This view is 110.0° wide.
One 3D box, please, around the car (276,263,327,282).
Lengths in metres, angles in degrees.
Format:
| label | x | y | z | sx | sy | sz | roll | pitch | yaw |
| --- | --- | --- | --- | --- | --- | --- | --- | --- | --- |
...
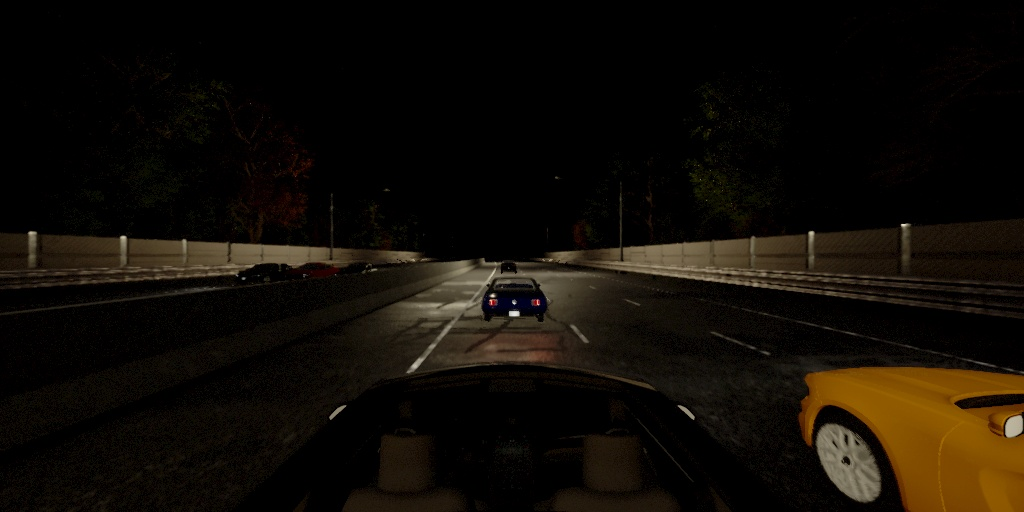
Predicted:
| label | x | y | z | sx | sy | sz | roll | pitch | yaw |
| --- | --- | --- | --- | --- | --- | --- | --- | --- | --- |
| car | -14.179 | 1.237 | 25.652 | 1.882 | 1.535 | 5.008 | 0 | 0 | 0 |

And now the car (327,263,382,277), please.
| label | x | y | z | sx | sy | sz | roll | pitch | yaw |
| --- | --- | --- | --- | --- | --- | --- | --- | --- | --- |
| car | -10.679 | 1.266 | 25.223 | 1.837 | 1.490 | 4.892 | 0 | -1 | 0 |

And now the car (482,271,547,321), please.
| label | x | y | z | sx | sy | sz | roll | pitch | yaw |
| --- | --- | --- | --- | --- | --- | --- | --- | --- | --- |
| car | 0.058 | 1.355 | 12.421 | 1.895 | 1.301 | 4.718 | 0 | 0 | 0 |

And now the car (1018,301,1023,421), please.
| label | x | y | z | sx | sy | sz | roll | pitch | yaw |
| --- | --- | --- | --- | --- | --- | --- | --- | --- | --- |
| car | 7.092 | 1.274 | 2.042 | 1.812 | 1.442 | 4.674 | 0 | 0 | 0 |

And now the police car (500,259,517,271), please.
| label | x | y | z | sx | sy | sz | roll | pitch | yaw |
| --- | --- | --- | --- | --- | --- | --- | --- | --- | --- |
| police car | -0.424 | 1.190 | 44.120 | 1.930 | 1.638 | 5.238 | 0 | 0 | -1 |

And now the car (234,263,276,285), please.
| label | x | y | z | sx | sy | sz | roll | pitch | yaw |
| --- | --- | --- | --- | --- | --- | --- | --- | --- | --- |
| car | -17.680 | 1.270 | 26.001 | 1.837 | 1.490 | 4.892 | 0 | 0 | -1 |

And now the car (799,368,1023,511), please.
| label | x | y | z | sx | sy | sz | roll | pitch | yaw |
| --- | --- | --- | --- | --- | --- | --- | --- | --- | --- |
| car | 3.592 | 1.227 | 1.256 | 1.882 | 1.535 | 5.008 | 0 | 0 | 0 |
